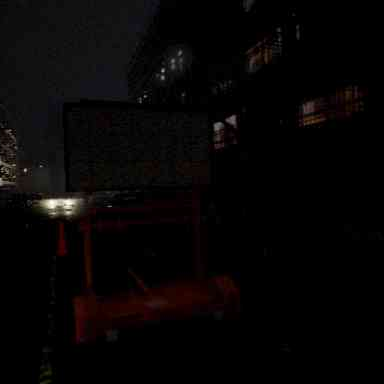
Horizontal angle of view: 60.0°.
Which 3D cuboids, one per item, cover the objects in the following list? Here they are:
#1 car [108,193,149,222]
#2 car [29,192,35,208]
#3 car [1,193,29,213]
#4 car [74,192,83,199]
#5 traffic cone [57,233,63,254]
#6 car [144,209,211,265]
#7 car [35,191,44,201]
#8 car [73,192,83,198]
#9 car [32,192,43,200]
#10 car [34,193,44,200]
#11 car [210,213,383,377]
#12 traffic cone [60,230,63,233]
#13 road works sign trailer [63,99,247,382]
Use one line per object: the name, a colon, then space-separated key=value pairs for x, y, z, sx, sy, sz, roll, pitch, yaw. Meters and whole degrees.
car: x=-4.120 y=0.980 z=21.210 sx=2.192 sy=1.841 sz=5.009 roll=-2 pitch=1 yaw=-22
car: x=-20.230 y=1.070 z=39.076 sx=2.192 sy=1.841 sz=5.009 roll=-2 pitch=1 yaw=-22
car: x=-18.147 y=1.245 z=33.840 sx=1.967 sy=1.590 sz=4.097 roll=-2 pitch=1 yaw=-22
car: x=-22.906 y=0.738 z=68.514 sx=1.752 sy=1.417 sz=4.829 roll=-2 pitch=1 yaw=-22
traffic cone: x=-4.548 y=1.833 z=11.605 sx=0.340 sy=0.580 sz=0.340 roll=-2 pitch=1 yaw=-22
car: x=0.048 y=1.314 z=10.738 sx=2.008 sy=1.369 sz=4.403 roll=-2 pitch=1 yaw=-22
car: x=-30.635 y=0.819 z=65.265 sx=2.192 sy=1.841 sz=5.009 roll=-2 pitch=1 yaw=-22
car: x=-27.005 y=0.657 z=78.832 sx=1.887 sy=1.381 sz=4.507 roll=-2 pitch=1 yaw=-22
car: x=-32.713 y=0.893 z=70.505 sx=1.967 sy=1.590 sz=4.097 roll=-2 pitch=1 yaw=-22
car: x=-34.791 y=0.946 z=75.746 sx=1.887 sy=1.381 sz=4.507 roll=-2 pitch=1 yaw=-22
car: x=2.125 y=1.251 z=5.499 sx=1.967 sy=1.590 sz=4.097 roll=-2 pitch=1 yaw=-22
traffic cone: x=-5.285 y=1.816 z=13.464 sx=0.340 sy=0.580 sz=0.340 roll=-2 pitch=1 yaw=-22
road works sign trailer: x=-0.822 y=0.359 z=5.538 sx=2.380 sy=3.560 sz=2.880 roll=-2 pitch=1 yaw=-22
